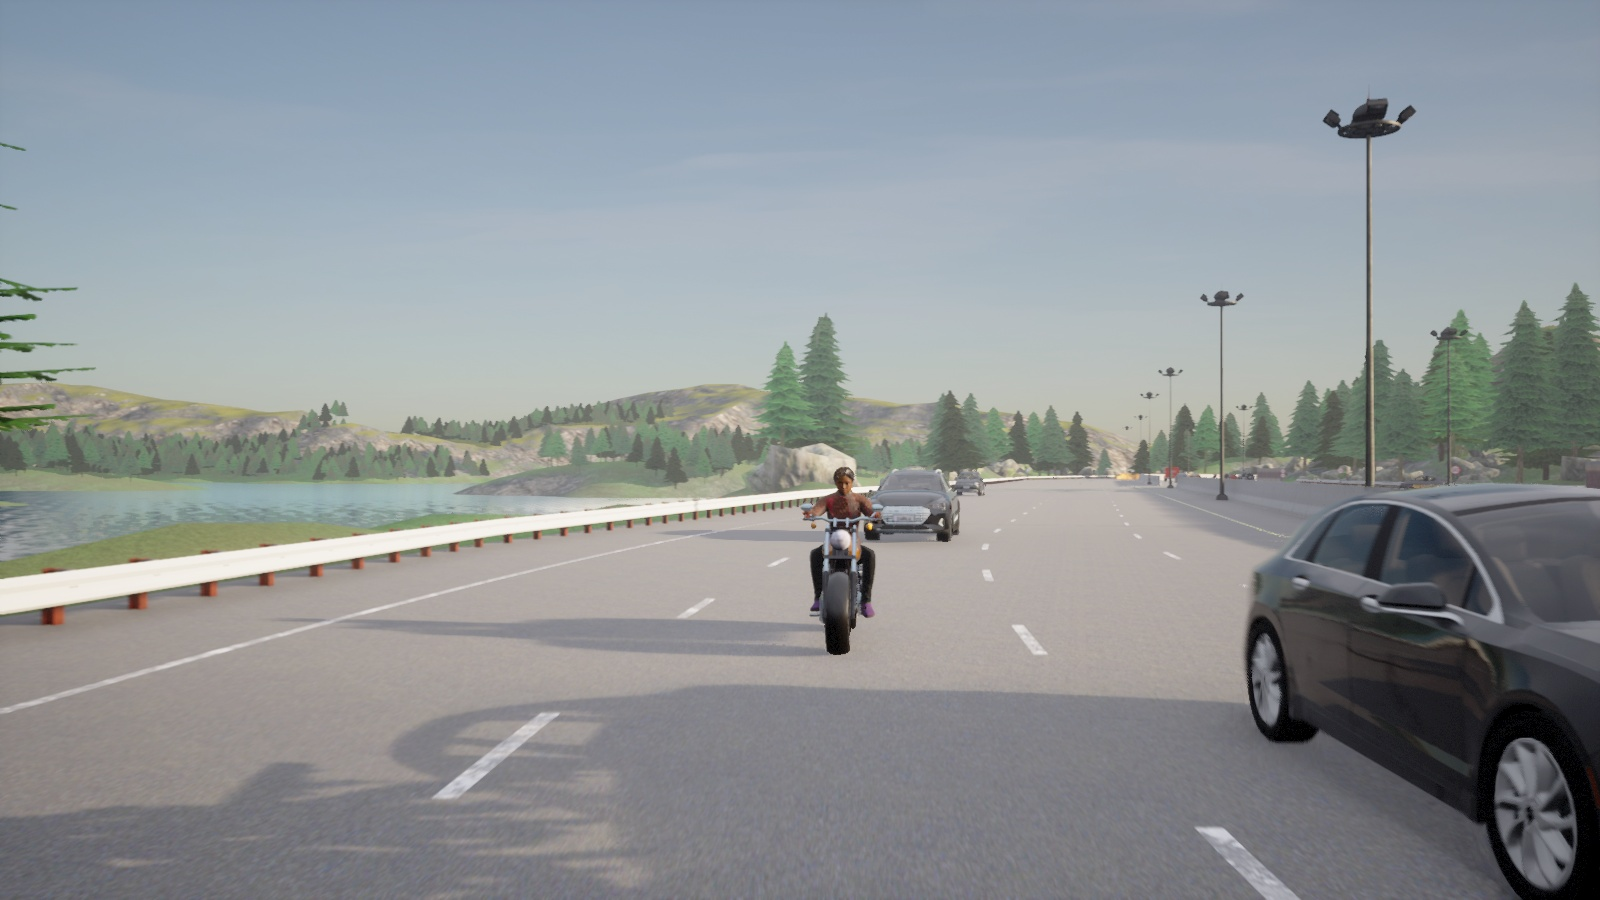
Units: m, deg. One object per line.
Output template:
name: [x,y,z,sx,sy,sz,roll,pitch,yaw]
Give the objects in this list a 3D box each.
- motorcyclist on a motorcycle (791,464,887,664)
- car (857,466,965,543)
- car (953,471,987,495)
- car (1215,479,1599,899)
motorcyclist on a motorcycle: [0.402,0.957,11.542,0.766,1.649,2.350,0,-1,4]
car: [2.693,1.228,29.387,2.033,1.649,4.856,-1,-1,11]
car: [10.917,2.102,80.599,1.789,1.549,3.705,0,-1,13]
car: [3.580,0.904,5.836,1.837,1.490,4.892,-1,-1,2]
